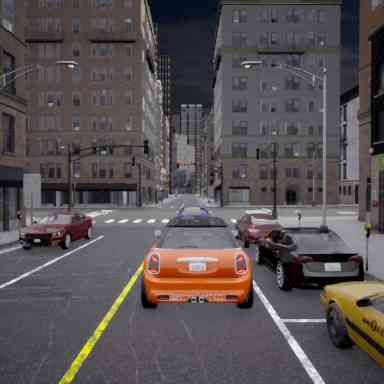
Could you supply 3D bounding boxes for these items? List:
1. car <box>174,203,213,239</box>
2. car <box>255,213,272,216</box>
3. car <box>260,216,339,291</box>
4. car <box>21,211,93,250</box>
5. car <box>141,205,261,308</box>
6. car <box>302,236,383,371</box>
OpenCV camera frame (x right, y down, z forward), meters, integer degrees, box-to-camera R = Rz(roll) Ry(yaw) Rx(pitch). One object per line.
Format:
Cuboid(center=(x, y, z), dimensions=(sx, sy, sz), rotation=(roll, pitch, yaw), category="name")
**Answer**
Cuboid(center=(0.105, 1.472, 18.339), dimensions=(1.882, 1.535, 5.008), rotation=(0, 0, 1), category="car")
Cuboid(center=(2.870, 1.577, 14.439), dimensions=(1.802, 1.307, 4.206), rotation=(-1, 0, 0), category="car")
Cuboid(center=(2.869, 1.563, 8.854), dimensions=(1.947, 1.339, 4.313), rotation=(-1, 0, 0), category="car")
Cuboid(center=(-5.675, 1.540, 14.438), dimensions=(1.887, 1.381, 4.507), rotation=(-1, 0, 0), category="car")
Cuboid(center=(0.099, 1.350, 8.051), dimensions=(2.097, 1.767, 4.553), rotation=(0, 0, 0), category="car")
Cuboid(center=(2.867, 1.524, 3.437), dimensions=(1.752, 1.417, 4.829), rotation=(-1, 0, 0), category="car")
